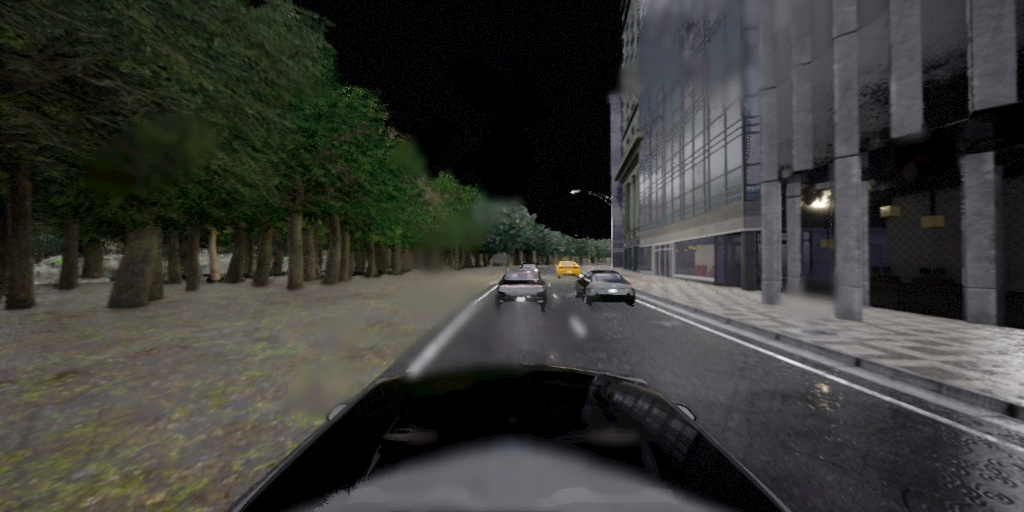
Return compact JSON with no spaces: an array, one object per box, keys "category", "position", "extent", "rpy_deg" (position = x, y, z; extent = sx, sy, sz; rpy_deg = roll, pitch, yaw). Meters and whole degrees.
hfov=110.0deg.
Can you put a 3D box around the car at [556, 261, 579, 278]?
[{"category":"car","position":[5.248,1.234,33.694],"extent":[1.882,1.535,5.008],"rpy_deg":[0,0,5]}]

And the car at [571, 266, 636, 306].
[{"category":"car","position":[3.976,1.309,15.848],"extent":[1.994,1.385,4.181],"rpy_deg":[0,0,2]}]

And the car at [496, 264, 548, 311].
[{"category":"car","position":[0.412,1.236,14.420],"extent":[2.128,1.511,4.902],"rpy_deg":[0,0,2]}]
